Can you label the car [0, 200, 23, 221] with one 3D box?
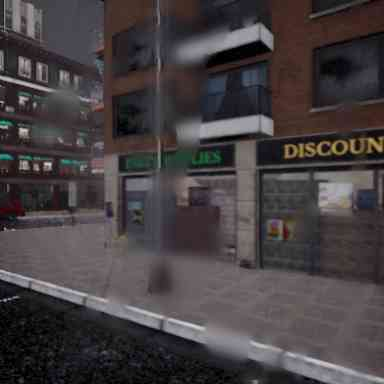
[{"bbox_3d":[-17.050,1.571,28.267,2.192,1.841,5.009,-1,-2,35],"label":"car"}]
